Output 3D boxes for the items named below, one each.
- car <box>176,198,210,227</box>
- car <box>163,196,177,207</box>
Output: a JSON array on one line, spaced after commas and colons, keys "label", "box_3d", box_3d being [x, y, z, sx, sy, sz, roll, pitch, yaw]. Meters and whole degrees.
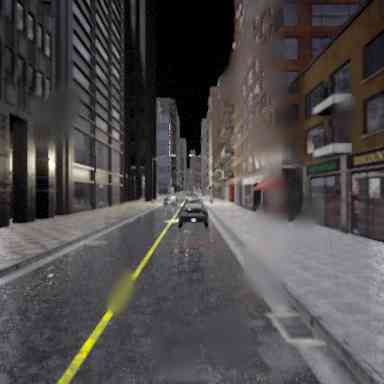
[{"label": "car", "box_3d": [0.095, 1.398, 22.050, 1.837, 1.490, 4.892, 0, 0, 0]}, {"label": "car", "box_3d": [-3.010, 1.261, 47.038, 2.128, 1.511, 4.902, 0, 0, 0]}]
